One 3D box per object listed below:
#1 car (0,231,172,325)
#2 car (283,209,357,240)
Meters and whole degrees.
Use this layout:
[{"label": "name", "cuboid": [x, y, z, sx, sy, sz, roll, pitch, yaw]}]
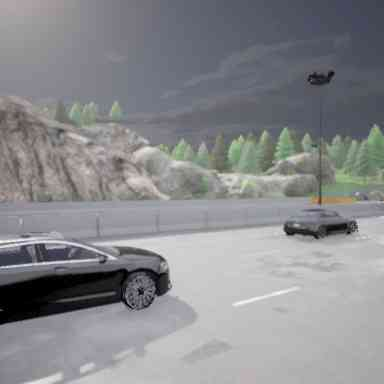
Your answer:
[{"label": "car", "cuboid": [-2.685, 1.490, 6.129, 4.902, 1.511, 2.128, 0, 0, -36]}, {"label": "car", "cuboid": [6.637, 1.560, 17.081, 4.181, 1.385, 1.994, 0, 0, -36]}]
